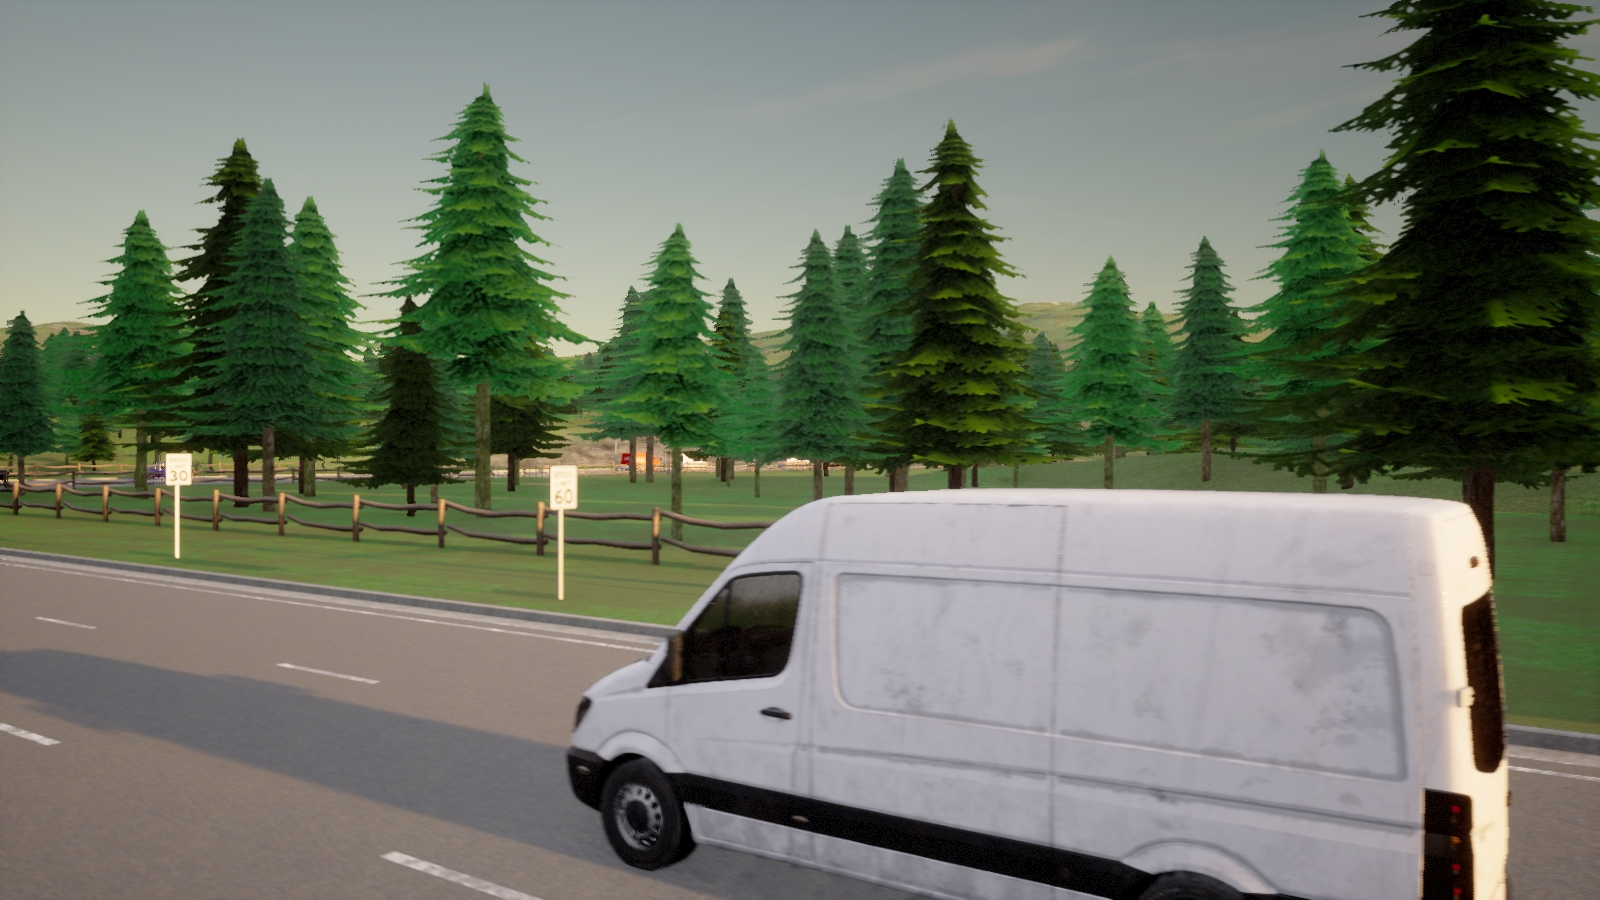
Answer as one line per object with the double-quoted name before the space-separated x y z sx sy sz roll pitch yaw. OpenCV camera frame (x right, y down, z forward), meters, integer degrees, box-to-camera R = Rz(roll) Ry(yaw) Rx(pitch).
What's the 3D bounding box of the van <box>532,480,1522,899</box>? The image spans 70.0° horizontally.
"van" 1.071 1.535 7.312 5.915 2.561 1.988 0 0 35
